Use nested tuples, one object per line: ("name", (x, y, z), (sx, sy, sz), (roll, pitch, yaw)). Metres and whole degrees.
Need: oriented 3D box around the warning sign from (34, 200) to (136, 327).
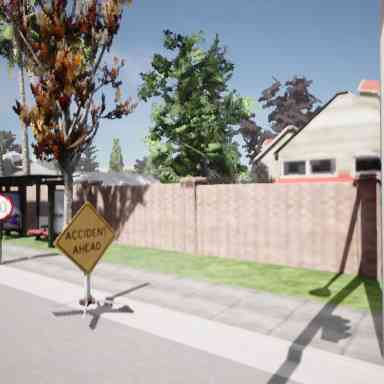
("warning sign", (-1.852, 1.100, 5.854), (1.060, 1.860, 1.300), (-1, 0, 35))
